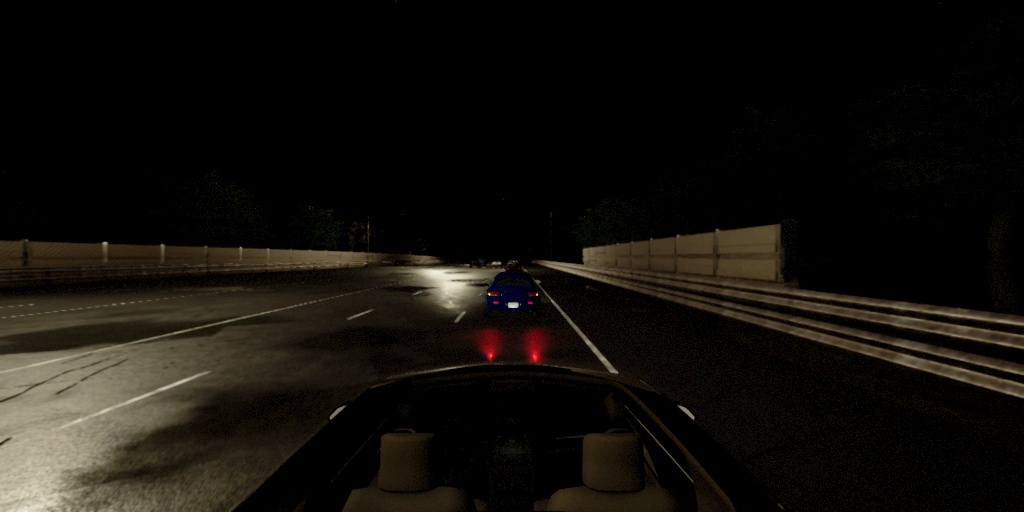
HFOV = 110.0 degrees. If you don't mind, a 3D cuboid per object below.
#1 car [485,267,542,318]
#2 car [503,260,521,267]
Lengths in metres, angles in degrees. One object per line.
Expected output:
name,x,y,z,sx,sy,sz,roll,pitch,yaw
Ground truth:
car,0.045,1.288,12.880,1.812,1.442,4.674,0,0,0
car,0.188,1.460,41.695,1.895,1.301,4.718,0,0,0
